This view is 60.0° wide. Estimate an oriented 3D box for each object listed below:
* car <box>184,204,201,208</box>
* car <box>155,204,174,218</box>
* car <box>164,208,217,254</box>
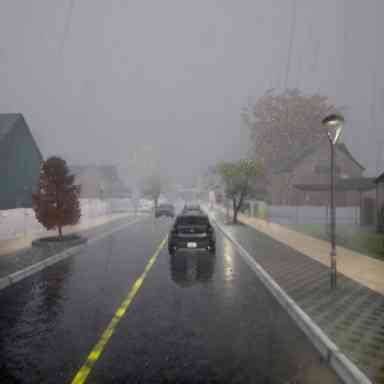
[{"bbox_3d":[0.018,1.806,29.302,2.128,1.511,4.902,0,-1,0],"label":"car"},{"bbox_3d":[-2.735,1.923,34.749,2.033,1.411,5.357,0,-1,0],"label":"car"},{"bbox_3d":[0.012,1.654,14.299,1.837,1.490,4.892,0,0,0],"label":"car"}]
